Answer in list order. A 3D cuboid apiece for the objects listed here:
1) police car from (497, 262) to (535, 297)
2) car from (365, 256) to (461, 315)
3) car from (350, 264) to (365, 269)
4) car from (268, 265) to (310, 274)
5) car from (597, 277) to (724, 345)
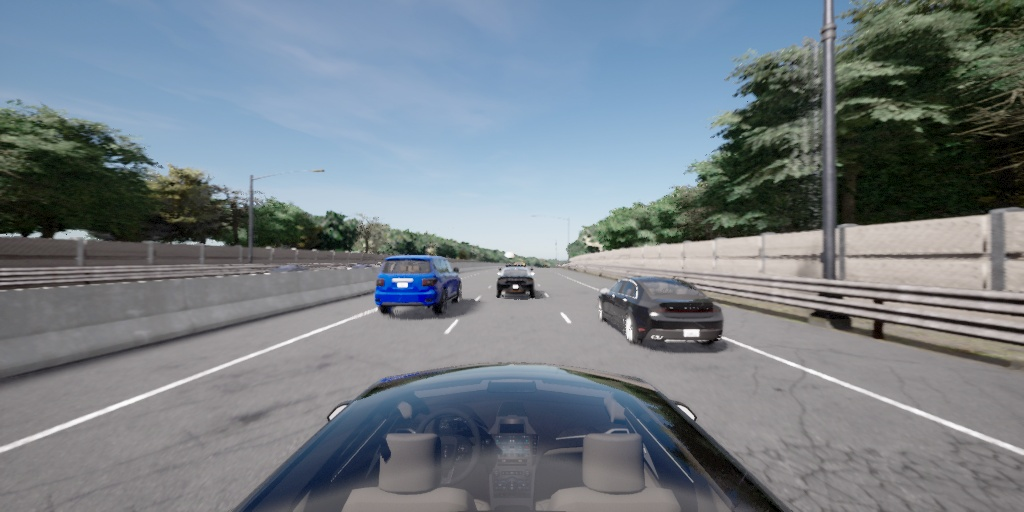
[{"bbox_3d":[0.212,1.277,19.687,1.930,1.638,5.238,0,0,1],"label":"police car"},{"bbox_3d":[-3.392,1.023,13.920,2.150,2.045,5.566,0,0,1],"label":"car"},{"bbox_3d":[-16.951,1.569,40.737,1.994,1.385,4.181,0,-1,2],"label":"car"},{"bbox_3d":[-20.667,1.500,33.489,1.994,1.385,4.181,0,-1,2],"label":"car"},{"bbox_3d":[3.608,1.295,9.584,1.837,1.490,4.892,0,0,0],"label":"car"}]
